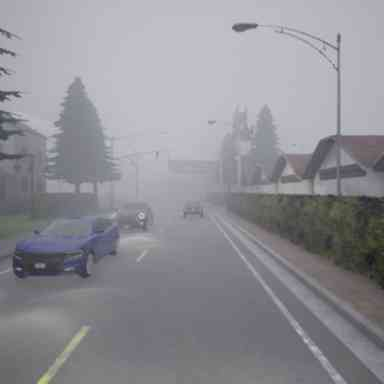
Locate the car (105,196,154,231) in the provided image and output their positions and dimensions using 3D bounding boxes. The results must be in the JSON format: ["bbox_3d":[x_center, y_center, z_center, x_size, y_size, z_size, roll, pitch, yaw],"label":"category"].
[{"bbox_3d":[-3.585,1.338,20.519,2.097,1.767,4.553,0,0,0],"label":"car"}]

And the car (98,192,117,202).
[{"bbox_3d":[-16.777,1.031,64.960,3.866,1.878,1.905,0,0,-1],"label":"car"}]

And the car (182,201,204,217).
[{"bbox_3d":[0.100,1.526,30.617,2.033,1.411,5.357,0,0,0],"label":"car"}]

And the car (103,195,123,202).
[{"bbox_3d":[-16.185,1.312,68.288,3.806,1.475,1.970,0,0,-1],"label":"car"}]

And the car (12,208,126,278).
[{"bbox_3d":[-3.589,1.471,10.364,1.882,1.535,5.008,0,0,0],"label":"car"}]

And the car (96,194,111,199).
[{"bbox_3d":[-24.044,1.255,90.653,3.633,1.501,1.845,0,0,-1],"label":"car"}]
